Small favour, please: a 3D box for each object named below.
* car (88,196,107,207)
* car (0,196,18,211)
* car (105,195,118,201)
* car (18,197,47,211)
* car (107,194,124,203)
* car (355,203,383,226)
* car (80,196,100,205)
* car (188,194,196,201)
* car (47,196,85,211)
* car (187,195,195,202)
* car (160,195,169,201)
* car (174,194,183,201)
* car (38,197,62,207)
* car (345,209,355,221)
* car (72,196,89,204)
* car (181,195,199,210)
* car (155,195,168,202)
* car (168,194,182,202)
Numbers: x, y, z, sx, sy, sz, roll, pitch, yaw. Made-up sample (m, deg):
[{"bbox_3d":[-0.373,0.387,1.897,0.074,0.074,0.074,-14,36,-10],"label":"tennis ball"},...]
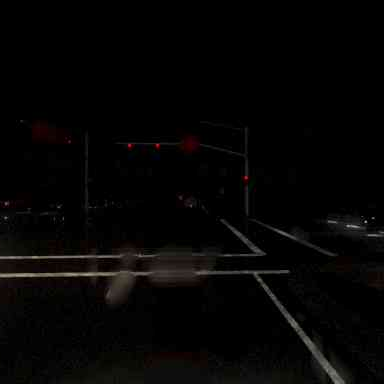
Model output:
[{"bbox_3d":[-15.227,1.564,52.280,1.994,1.385,4.181,0,0,0],"label":"car"},{"bbox_3d":[-22.203,1.352,40.448,2.097,1.767,4.553,0,0,0],"label":"car"},{"bbox_3d":[-18.617,1.355,77.110,1.837,1.490,4.892,0,0,1],"label":"car"},{"bbox_3d":[-18.741,1.547,40.940,2.033,1.411,5.357,0,0,0],"label":"car"},{"bbox_3d":[-15.174,1.558,67.363,1.994,1.385,4.181,0,0,0],"label":"car"},{"bbox_3d":[13.892,1.547,21.468,5.357,1.411,2.033,0,0,1],"label":"car"},{"bbox_3d":[-18.710,1.547,61.498,2.033,1.411,5.357,0,0,0],"label":"car"},{"bbox_3d":[0.039,1.419,84.450,1.882,1.535,5.008,0,0,1],"label":"car"},{"bbox_3d":[-15.203,1.491,40.389,2.128,1.511,4.902,0,0,0],"label":"car"},{"bbox_3d":[-0.151,1.521,74.270,1.812,1.442,4.674,0,0,1],"label":"car"},{"bbox_3d":[-6.959,1.465,84.616,1.812,1.442,4.674,0,0,1],"label":"car"},{"bbox_3d":[-3.460,1.296,84.504,2.097,1.767,4.553,0,0,1],"label":"car"},{"bbox_3d":[-22.221,1.562,52.105,1.994,1.385,4.181,0,0,0],"label":"car"},{"bbox_3d":[13.982,1.526,24.967,4.674,1.442,1.812,0,0,1],"label":"car"},{"bbox_3d":[-22.171,1.524,66.536,1.812,1.442,4.674,0,0,0],"label":"car"},{"bbox_3d":[-0.112,1.525,43.252,1.812,1.442,4.674,0,0,0],"label":"car"},{"bbox_3d":[-7.151,1.536,74.255,2.033,1.411,5.357,0,0,1],"label":"car"},{"bbox_3d":[-3.648,1.551,74.675,1.994,1.385,4.181,0,0,1],"label":"car"}]
